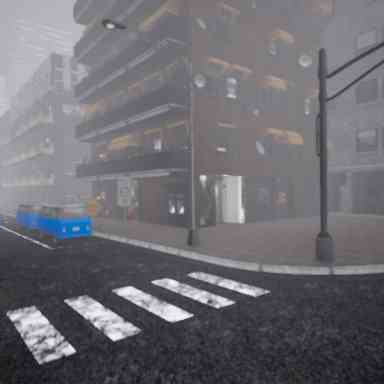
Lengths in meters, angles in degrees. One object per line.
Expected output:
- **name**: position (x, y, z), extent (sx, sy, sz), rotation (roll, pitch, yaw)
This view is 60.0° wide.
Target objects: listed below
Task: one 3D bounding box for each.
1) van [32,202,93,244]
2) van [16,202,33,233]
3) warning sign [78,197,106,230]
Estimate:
- **van**: position (-6.343, 1.452, 16.401), extent (1.690, 1.788, 3.998), rotation (-2, 1, -38)
- **van**: position (-9.776, 1.521, 20.828), extent (1.690, 1.788, 3.998), rotation (-2, 1, -38)
- **warning sign**: position (-5.944, 1.213, 19.799), extent (1.300, 1.860, 1.060), rotation (0, 0, -38)
